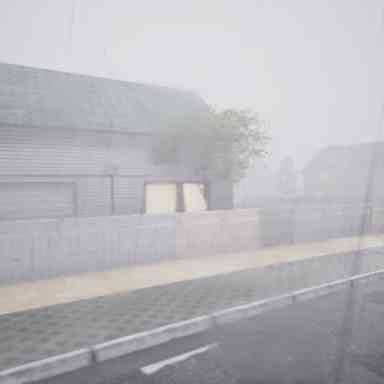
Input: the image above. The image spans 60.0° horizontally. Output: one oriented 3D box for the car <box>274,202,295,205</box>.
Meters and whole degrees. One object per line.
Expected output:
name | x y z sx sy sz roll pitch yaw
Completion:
car | 8.799 1.678 31.033 1.994 1.385 4.181 -2 0 -31
